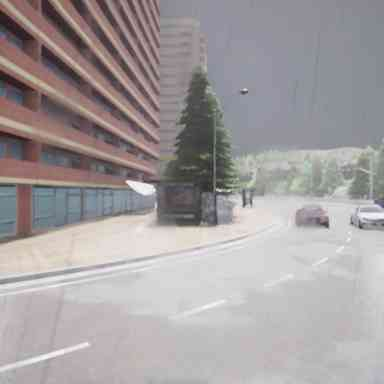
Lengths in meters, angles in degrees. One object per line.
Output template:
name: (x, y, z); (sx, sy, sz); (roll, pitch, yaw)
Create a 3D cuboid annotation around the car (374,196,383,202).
car: (16.749, 1.275, 27.707); (2.150, 2.045, 5.566); (0, 0, 9)

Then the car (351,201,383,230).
car: (11.503, 1.568, 21.503); (1.812, 1.442, 4.674); (0, 0, 17)

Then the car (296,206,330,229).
car: (8.070, 1.610, 22.294); (1.994, 1.385, 4.181); (0, 0, 18)
